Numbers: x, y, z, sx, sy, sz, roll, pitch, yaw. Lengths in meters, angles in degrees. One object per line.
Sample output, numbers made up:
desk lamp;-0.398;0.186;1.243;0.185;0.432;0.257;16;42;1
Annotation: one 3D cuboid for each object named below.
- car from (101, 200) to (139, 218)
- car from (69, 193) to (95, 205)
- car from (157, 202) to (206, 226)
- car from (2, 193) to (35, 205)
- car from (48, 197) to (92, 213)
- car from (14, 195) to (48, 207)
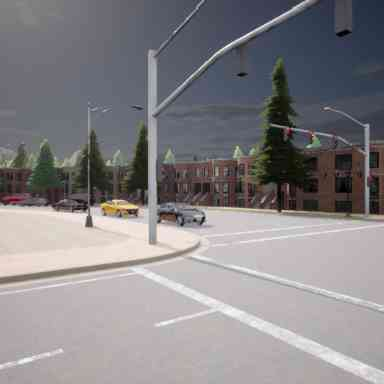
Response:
car;-6.743;1.478;30.891;1.882;1.535;5.008;0;0;-40
car;-17.906;1.221;52.507;5.566;2.045;2.150;0;0;24
car;-0.991;1.492;23.328;2.128;1.511;4.902;0;0;-36
car;-28.982;1.221;55.956;5.566;2.045;2.150;0;0;10
car;-13.914;1.601;37.954;4.718;1.301;1.895;0;0;37
car;-24.121;1.547;51.169;5.357;1.411;2.033;0;0;17
